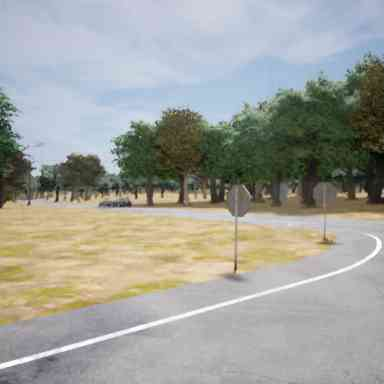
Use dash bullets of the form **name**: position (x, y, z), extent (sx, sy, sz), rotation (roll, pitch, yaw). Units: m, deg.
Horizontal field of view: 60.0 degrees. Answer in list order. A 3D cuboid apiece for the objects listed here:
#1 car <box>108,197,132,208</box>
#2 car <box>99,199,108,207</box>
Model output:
- **car**: position (-11.711, 1.676, 55.100), extent (2.097, 1.767, 4.553), rotation (1, -1, -34)
- **car**: position (-15.409, 1.994, 60.414), extent (1.994, 1.385, 4.181), rotation (1, -1, -34)
